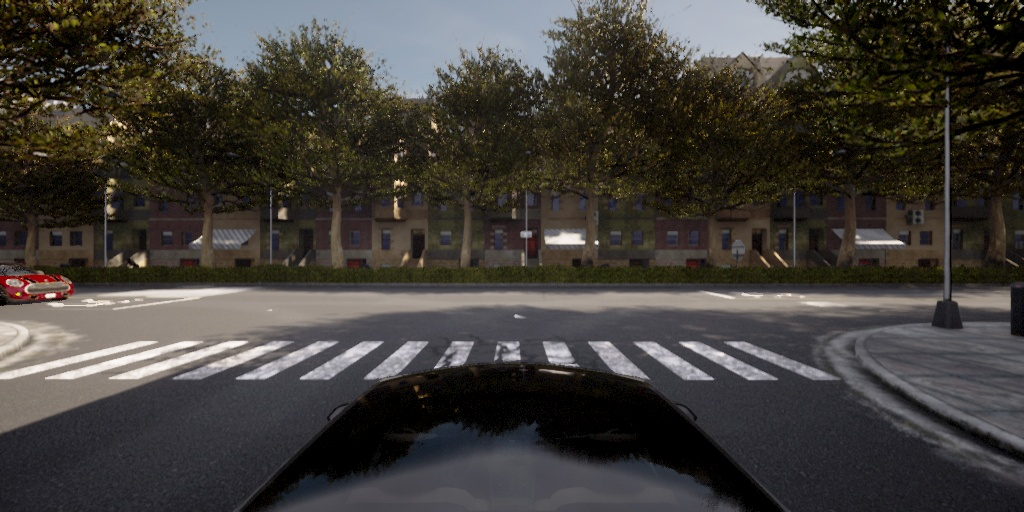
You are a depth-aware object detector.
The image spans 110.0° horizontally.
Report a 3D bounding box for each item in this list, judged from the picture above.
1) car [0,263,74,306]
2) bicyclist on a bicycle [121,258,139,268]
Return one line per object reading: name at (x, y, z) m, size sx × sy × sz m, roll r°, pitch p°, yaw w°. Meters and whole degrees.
car at (-21.433, 1.063, 14.946) m, size 4.553 × 1.767 × 2.097 m, roll 0°, pitch 0°, yaw 1°
bicyclist on a bicycle at (-28.196, 0.977, 26.519) m, size 0.582 × 1.620 × 1.656 m, roll 0°, pitch 0°, yaw 1°
